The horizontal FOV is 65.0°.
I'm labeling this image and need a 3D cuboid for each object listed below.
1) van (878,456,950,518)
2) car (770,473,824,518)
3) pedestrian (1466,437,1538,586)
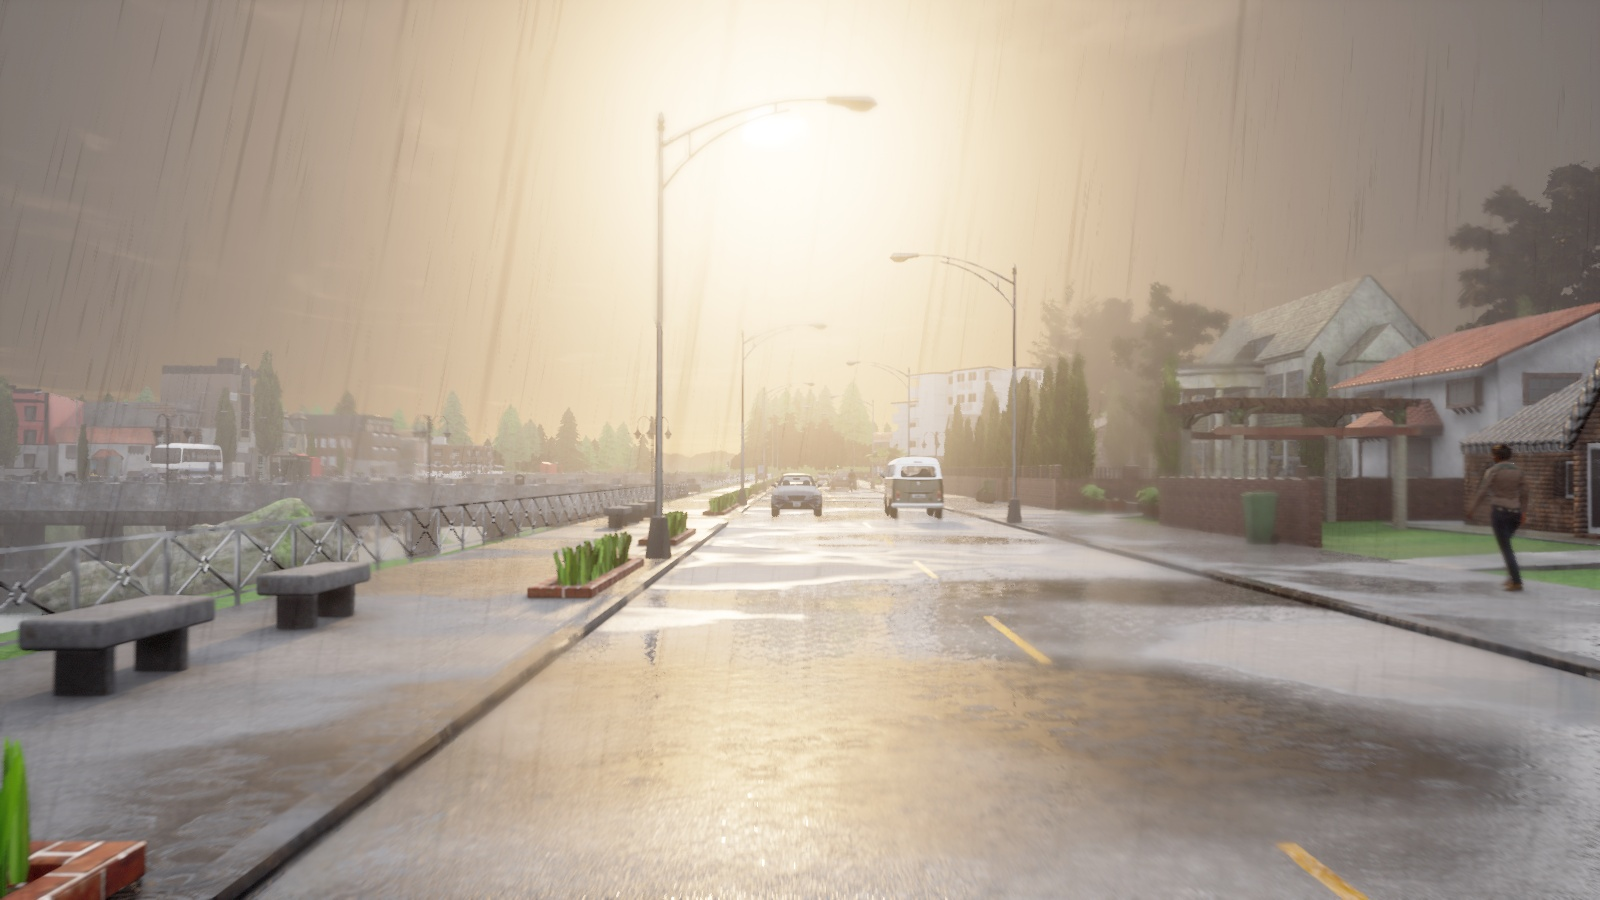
[{"bbox_3d":[3.897,1.251,43.504,2.069,2.038,4.480,0,-1,0],"label":"van"},{"bbox_3d":[-0.104,1.570,44.275,1.816,1.474,4.193,0,-1,0],"label":"car"},{"bbox_3d":[8.755,0.752,15.686,0.328,1.805,0.869,0,-1,-5],"label":"pedestrian"}]
